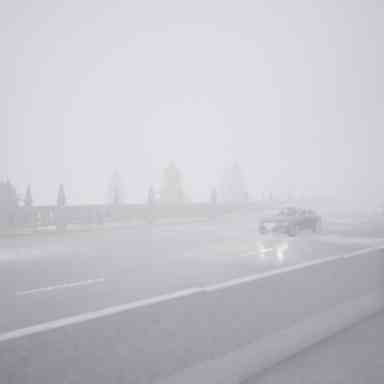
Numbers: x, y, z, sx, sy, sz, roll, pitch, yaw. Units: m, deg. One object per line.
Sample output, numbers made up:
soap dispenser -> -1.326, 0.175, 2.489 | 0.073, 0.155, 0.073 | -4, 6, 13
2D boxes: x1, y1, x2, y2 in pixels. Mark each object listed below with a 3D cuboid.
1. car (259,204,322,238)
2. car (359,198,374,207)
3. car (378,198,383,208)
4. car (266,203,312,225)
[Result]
car -> 5.566, 1.587, 18.519 | 2.128, 1.511, 4.902 | 0, 0, 44
car -> 31.176, 1.821, 59.261 | 1.812, 1.442, 4.674 | 0, 0, 35
car -> 30.591, 1.729, 52.316 | 1.882, 1.535, 5.008 | 0, 0, 35
car -> 7.727, 1.671, 26.168 | 1.812, 1.442, 4.674 | 0, -1, 39
